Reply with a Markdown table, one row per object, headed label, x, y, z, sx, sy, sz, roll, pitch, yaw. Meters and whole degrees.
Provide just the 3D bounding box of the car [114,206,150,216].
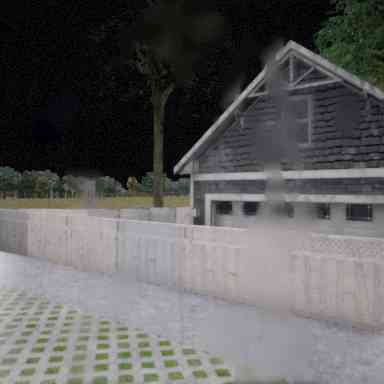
| label | x | y | z | sx | sy | sz | roll | pitch | yaw |
| --- | --- | --- | --- | --- | --- | --- | --- | --- | --- |
| car | -5.216 | 1.923 | 30.617 | 1.895 | 1.301 | 4.718 | 0 | -1 | 35 |
